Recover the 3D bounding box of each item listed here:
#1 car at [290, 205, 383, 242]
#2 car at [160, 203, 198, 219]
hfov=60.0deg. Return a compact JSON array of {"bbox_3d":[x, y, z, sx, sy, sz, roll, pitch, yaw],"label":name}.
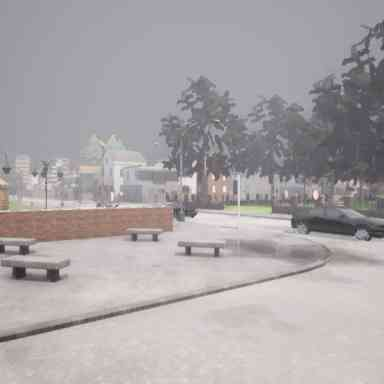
[{"bbox_3d":[7.379,1.470,16.758,1.882,1.535,5.008,0,0,-38],"label":"car"},{"bbox_3d":[-1.496,1.593,28.961,1.895,1.301,4.718,0,0,-35],"label":"car"}]
